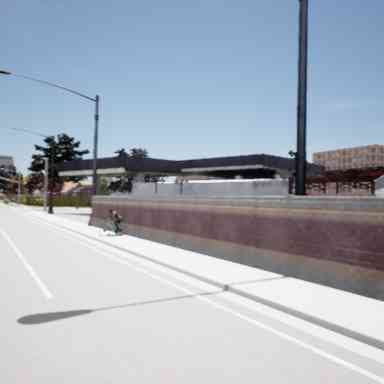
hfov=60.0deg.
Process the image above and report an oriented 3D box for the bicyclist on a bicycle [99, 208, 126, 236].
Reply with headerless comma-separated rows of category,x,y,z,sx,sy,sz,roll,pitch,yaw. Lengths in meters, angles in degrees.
bicyclist on a bicycle,-4.551,1.755,19.227,1.656,1.620,0.582,2,-2,-33
